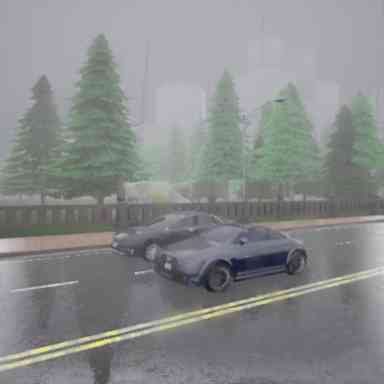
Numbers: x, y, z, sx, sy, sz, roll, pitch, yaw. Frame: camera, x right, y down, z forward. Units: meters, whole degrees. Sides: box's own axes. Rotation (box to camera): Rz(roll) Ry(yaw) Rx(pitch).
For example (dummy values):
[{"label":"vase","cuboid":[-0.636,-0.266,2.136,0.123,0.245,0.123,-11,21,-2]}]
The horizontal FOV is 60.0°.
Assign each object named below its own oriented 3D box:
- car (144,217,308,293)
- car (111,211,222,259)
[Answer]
[{"label":"car","cuboid":[1.115,1.547,8.853,4.181,1.385,1.994,0,0,-33]},{"label":"car","cuboid":[-0.450,1.487,12.007,4.892,1.490,1.837,0,0,-33]}]
